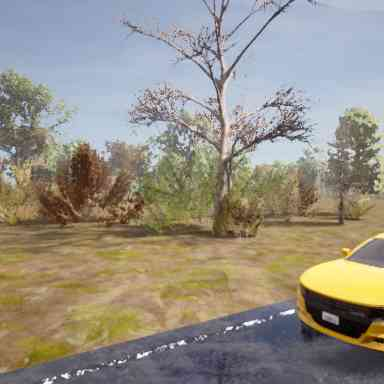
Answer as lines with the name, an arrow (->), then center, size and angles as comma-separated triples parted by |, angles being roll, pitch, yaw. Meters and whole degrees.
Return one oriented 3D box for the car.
car -> 4.018, 1.476, 5.948 | 5.008, 1.535, 1.882 | 0, 0, -33
